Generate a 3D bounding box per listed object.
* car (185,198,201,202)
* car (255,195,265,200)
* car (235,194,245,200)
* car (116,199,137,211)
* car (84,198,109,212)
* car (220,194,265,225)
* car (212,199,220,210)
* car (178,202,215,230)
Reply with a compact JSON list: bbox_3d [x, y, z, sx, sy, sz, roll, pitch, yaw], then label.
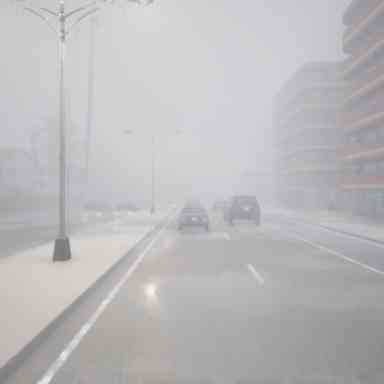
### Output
[{"bbox_3d":[0.111,1.526,43.172,2.128,1.511,4.902,0,0,0],"label":"car"},{"bbox_3d":[18.974,1.532,92.844,1.970,1.475,3.806,0,0,0],"label":"car"},{"bbox_3d":[13.229,1.371,92.083,2.242,1.667,4.611,0,0,0],"label":"car"},{"bbox_3d":[-8.062,1.560,40.979,1.812,1.442,4.674,0,0,0],"label":"car"},{"bbox_3d":[-11.566,1.511,40.418,1.882,1.535,5.008,0,0,0],"label":"car"},{"bbox_3d":[3.572,1.242,24.389,2.150,2.045,5.566,0,0,0],"label":"car"},{"bbox_3d":[3.598,1.599,42.337,1.994,1.385,4.181,0,0,0],"label":"car"},{"bbox_3d":[0.104,1.565,21.019,2.033,1.411,5.357,0,0,0],"label":"car"}]
